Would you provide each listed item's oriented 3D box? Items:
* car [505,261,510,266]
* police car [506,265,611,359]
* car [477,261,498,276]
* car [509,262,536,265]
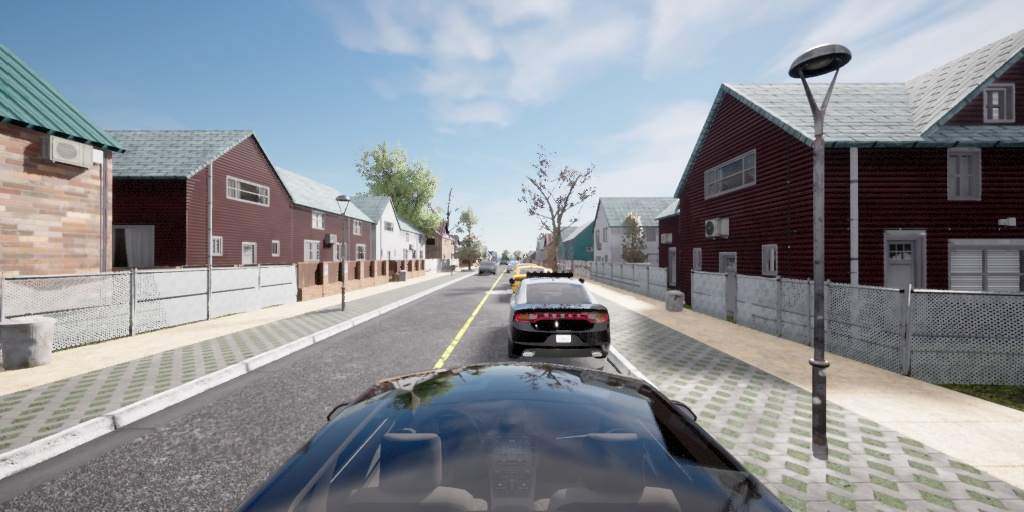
[{"bbox_3d":[0.345,1.383,45.730,1.812,1.442,4.674,0,0,1],"label":"car"},{"bbox_3d":[0.879,1.176,8.567,1.930,1.638,5.238,0,0,0],"label":"police car"},{"bbox_3d":[-2.589,1.325,38.466,1.837,1.490,4.892,0,0,0],"label":"car"},{"bbox_3d":[0.948,1.238,18.458,1.882,1.535,5.008,0,0,0],"label":"car"}]
